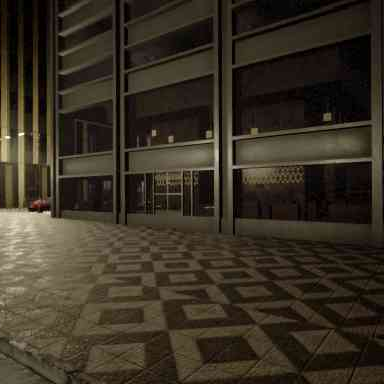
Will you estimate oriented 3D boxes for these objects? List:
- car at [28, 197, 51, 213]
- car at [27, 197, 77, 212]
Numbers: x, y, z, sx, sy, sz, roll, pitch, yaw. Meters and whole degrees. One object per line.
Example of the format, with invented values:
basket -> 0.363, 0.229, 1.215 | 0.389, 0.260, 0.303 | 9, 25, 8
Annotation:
car -> -14.728, 1.404, 34.609 | 1.994, 1.385, 4.181 | 0, 0, 36
car -> -16.038, 1.343, 38.249 | 2.128, 1.511, 4.902 | 0, 0, 36
